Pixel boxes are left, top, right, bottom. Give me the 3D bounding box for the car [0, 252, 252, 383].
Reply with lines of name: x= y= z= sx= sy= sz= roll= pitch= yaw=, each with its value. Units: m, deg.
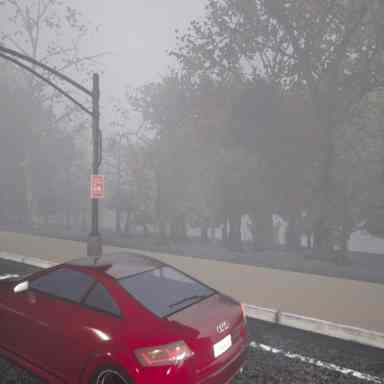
car: x=-1.314 y=1.563 z=4.618 sx=4.181 sy=1.385 sz=1.994 roll=0 pitch=0 yaw=35
